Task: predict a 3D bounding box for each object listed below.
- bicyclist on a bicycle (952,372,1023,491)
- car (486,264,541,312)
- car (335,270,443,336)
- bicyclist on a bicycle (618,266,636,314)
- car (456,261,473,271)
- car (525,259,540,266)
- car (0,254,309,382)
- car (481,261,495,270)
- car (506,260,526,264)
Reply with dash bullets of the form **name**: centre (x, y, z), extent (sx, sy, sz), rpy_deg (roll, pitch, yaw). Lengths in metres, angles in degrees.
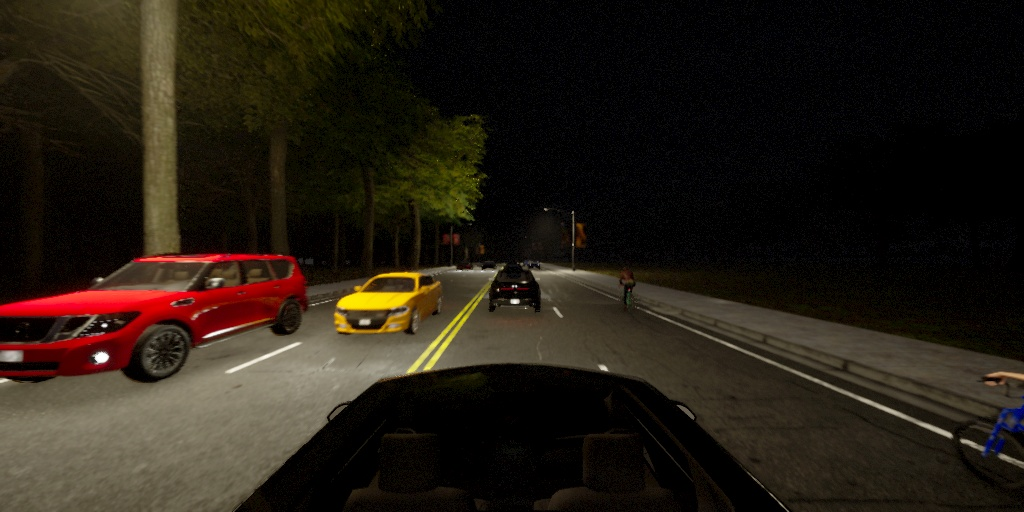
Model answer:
- **bicyclist on a bicycle**: centre (4.166, 1.187, 2.638), extent (0.866, 1.612, 1.509), rpy_deg (0, 0, 0)
- **car**: centre (0.097, 1.257, 14.274), extent (1.837, 1.490, 4.892), rpy_deg (0, 0, 0)
- **car**: centre (-3.351, 1.228, 10.661), extent (1.882, 1.535, 5.008), rpy_deg (0, 0, 0)
- **bicyclist on a bicycle**: centre (4.141, 1.205, 12.900), extent (0.582, 1.620, 1.656), rpy_deg (0, 0, 0)
- **car**: centre (-6.584, 1.352, 50.600), extent (1.994, 1.385, 4.181), rpy_deg (0, 0, 0)
- **car**: centre (3.338, 1.402, 55.834), extent (1.895, 1.301, 4.718), rpy_deg (0, 0, 0)
- **car**: centre (-6.601, 0.971, 7.491), extent (2.150, 2.045, 5.566), rpy_deg (0, 0, 0)
- **car**: centre (-3.338, 1.391, 51.387), extent (1.895, 1.301, 4.718), rpy_deg (0, 0, 0)
- **car**: centre (0.094, 1.288, 32.815), extent (1.812, 1.442, 4.674), rpy_deg (0, 0, 0)
